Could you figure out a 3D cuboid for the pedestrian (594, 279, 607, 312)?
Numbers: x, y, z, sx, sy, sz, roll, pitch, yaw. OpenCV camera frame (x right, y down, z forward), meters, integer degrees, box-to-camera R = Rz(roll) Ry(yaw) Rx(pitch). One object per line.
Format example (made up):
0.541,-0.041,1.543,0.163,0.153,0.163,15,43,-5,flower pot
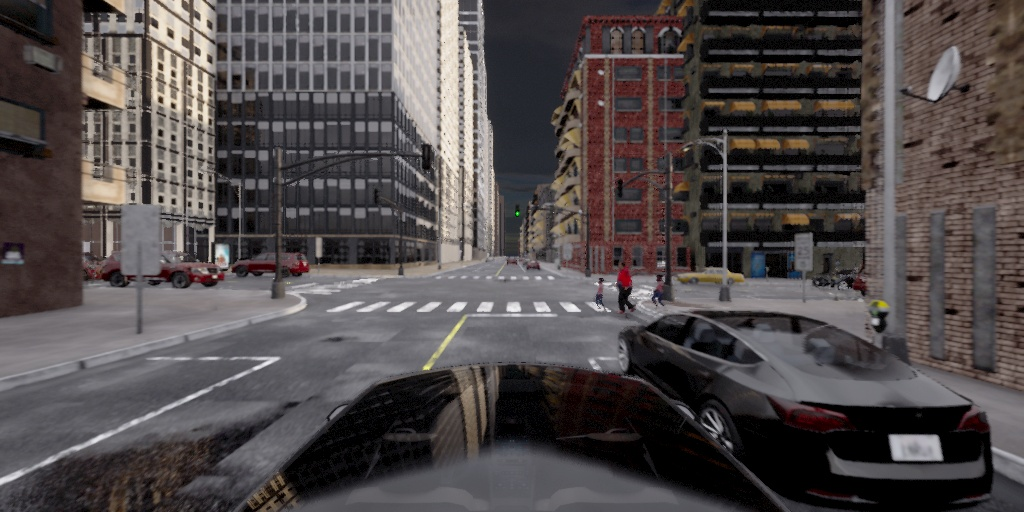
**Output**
3.113,0.993,12.528,0.375,1.860,0.375,0,0,0,pedestrian

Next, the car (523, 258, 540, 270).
2.741,1.130,46.496,1.802,1.307,4.207,0,0,0,car

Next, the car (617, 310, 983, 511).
2.690,1.303,4.473,1.948,1.339,4.313,0,0,0,car

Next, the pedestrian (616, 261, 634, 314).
3.718,0.996,11.927,0.375,1.860,0.375,0,0,0,pedestrian

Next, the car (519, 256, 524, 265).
2.690,1.045,59.413,2.007,1.370,4.403,0,0,0,car

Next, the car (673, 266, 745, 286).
14.630,1.468,26.800,4.829,1.417,1.751,0,0,0,car

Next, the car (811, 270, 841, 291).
23.163,1.578,24.280,5.008,1.535,1.882,1,0,0,car

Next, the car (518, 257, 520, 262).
2.691,1.022,65.061,2.007,1.370,4.403,0,0,0,car

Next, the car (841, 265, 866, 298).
20.599,1.381,18.504,5.009,1.841,2.192,0,0,0,car

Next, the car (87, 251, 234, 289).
-17.576,0.680,18.136,5.009,1.841,2.192,0,0,0,car

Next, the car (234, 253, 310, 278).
-17.710,0.660,26.515,5.009,1.841,2.192,0,0,0,car

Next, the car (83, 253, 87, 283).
-25.178,0.570,20.658,4.553,1.767,2.097,1,0,0,car

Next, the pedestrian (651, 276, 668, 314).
4.668,0.846,11.303,0.375,1.860,0.375,0,0,0,pedestrian
